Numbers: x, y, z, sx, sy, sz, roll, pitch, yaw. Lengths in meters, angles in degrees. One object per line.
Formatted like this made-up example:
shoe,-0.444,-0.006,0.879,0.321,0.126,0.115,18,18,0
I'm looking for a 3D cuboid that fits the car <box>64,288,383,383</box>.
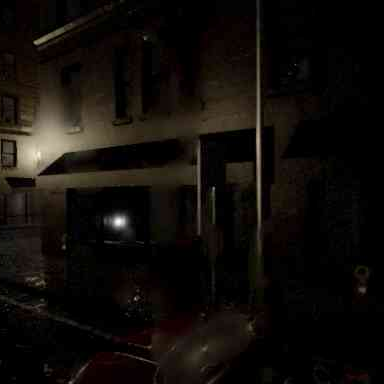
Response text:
car,0.844,1.444,2.208,4.097,1.590,1.967,-1,0,35
